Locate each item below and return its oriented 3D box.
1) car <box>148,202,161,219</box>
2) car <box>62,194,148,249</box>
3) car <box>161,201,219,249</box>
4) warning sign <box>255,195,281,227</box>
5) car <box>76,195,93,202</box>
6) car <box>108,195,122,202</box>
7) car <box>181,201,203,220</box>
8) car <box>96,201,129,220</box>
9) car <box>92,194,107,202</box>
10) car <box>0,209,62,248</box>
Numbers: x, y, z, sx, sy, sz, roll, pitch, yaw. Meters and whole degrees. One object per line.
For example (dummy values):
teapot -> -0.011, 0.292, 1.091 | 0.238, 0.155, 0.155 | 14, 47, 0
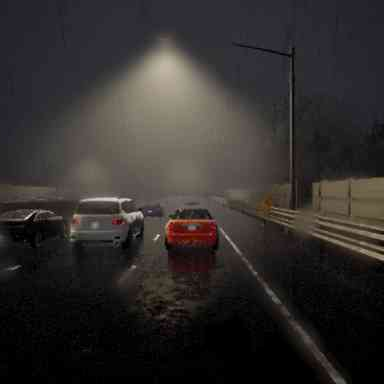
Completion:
car -> -3.500, 1.585, 29.651 | 1.994, 1.385, 4.181 | 0, 0, 0
car -> -3.501, 1.262, 14.681 | 2.150, 2.045, 5.566 | 0, 0, 0
car -> 0.000, 1.371, 14.620 | 2.097, 1.767, 4.553 | 0, 0, 0
warning sign -> 4.543, 1.121, 20.000 | 1.300, 1.860, 1.060 | 0, 0, 0
car -> -24.500, 1.490, 75.917 | 2.128, 1.511, 4.902 | 0, 0, 0
car -> -17.500, 1.505, 75.917 | 2.033, 1.411, 5.357 | 0, 0, 0
car -> 0.000, 1.546, 29.651 | 1.812, 1.442, 4.674 | 0, 0, 0
car -> -7.000, 1.545, 29.651 | 1.812, 1.442, 4.674 | 0, 0, 0
car -> -21.000, 1.320, 75.948 | 2.097, 1.767, 4.553 | 0, 0, 0
car -> -7.000, 1.500, 14.650 | 2.128, 1.511, 4.902 | 0, 0, 0
